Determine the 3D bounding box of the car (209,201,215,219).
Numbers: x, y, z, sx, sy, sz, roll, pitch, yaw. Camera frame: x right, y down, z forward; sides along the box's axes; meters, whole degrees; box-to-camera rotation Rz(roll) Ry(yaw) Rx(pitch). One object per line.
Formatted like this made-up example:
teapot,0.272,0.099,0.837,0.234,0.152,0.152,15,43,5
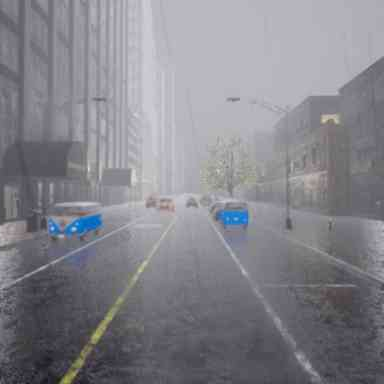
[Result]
car,2.693,1.669,27.646,1.947,1.339,4.313,1,0,0

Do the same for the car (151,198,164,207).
car,-5.692,1.711,55.203,1.752,1.417,4.829,1,0,0

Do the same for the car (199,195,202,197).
car,2.688,1.530,66.470,2.192,1.841,5.009,1,0,0

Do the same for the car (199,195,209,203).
car,2.686,1.557,77.563,2.192,1.841,5.009,1,0,0

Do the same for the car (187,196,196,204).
car,-0.018,1.652,71.403,1.837,1.490,4.892,0,0,0

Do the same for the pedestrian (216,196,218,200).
pedestrian,2.989,1.439,40.979,0.375,1.860,0.375,1,-1,-4

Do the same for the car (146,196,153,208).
car,-5.688,1.486,49.829,2.192,1.841,5.009,1,0,0

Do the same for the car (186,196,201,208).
car,-0.012,1.778,52.106,1.895,1.301,4.718,0,0,0

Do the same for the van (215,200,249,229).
van,2.698,1.425,22.101,1.690,1.788,3.998,1,0,0

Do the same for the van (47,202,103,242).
van,-5.681,1.405,16.552,1.690,1.788,3.998,1,0,0

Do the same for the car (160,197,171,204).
car,-5.697,1.794,72.013,1.947,1.339,4.313,1,0,0

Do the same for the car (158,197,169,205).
car,-5.695,1.740,66.295,1.752,1.417,4.829,1,0,0

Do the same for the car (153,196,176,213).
car,-3.096,1.492,39.688,2.097,1.767,4.553,0,0,0

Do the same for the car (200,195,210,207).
car,2.688,1.712,55.547,1.752,1.417,4.829,1,0,0

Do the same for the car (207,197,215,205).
car,2.990,1.663,38.129,1.812,1.442,4.674,0,0,0

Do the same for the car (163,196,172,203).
car,-5.698,1.767,77.388,1.752,1.417,4.829,1,0,0
